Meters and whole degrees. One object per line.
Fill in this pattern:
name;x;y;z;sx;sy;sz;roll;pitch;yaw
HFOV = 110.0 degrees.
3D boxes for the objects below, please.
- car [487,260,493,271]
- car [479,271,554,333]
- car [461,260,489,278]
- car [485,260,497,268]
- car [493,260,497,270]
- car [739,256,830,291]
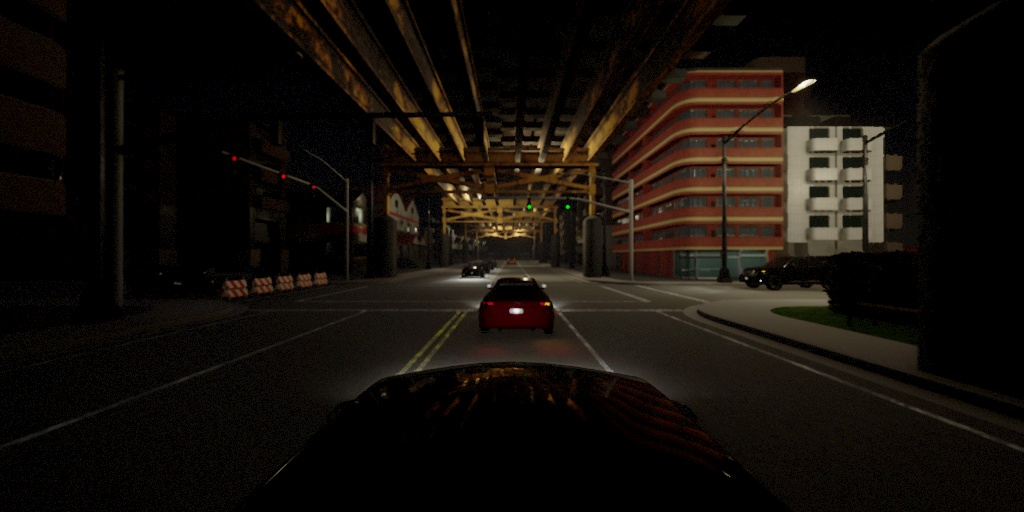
car;-3.651;1.401;43.324;1.895;1.301;4.718;0;0;0
car;0.142;1.325;10.833;1.994;1.385;4.181;0;0;1
car;-3.637;1.353;34.438;1.994;1.385;4.181;0;0;0
car;-3.623;1.375;62.310;1.895;1.301;4.718;0;0;0
car;-3.654;1.328;52.540;1.812;1.442;4.674;0;0;0
car;17.022;0.996;21.813;5.566;2.045;2.150;0;0;0
